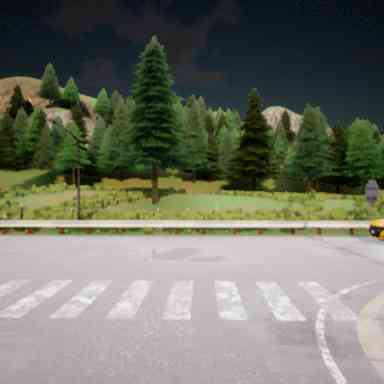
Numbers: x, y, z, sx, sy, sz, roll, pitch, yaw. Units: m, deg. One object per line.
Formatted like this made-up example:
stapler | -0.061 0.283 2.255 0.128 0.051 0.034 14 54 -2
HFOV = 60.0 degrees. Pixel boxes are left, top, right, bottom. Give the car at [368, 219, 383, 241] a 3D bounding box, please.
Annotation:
car | 10.259 1.445 14.239 5.008 1.535 1.882 0 0 1
